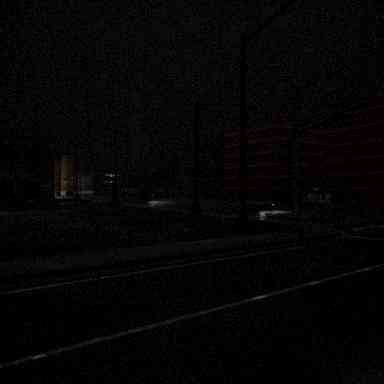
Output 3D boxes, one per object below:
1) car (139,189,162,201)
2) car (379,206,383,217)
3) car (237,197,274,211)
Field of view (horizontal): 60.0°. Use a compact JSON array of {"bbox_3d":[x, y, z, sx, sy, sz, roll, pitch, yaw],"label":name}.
[{"bbox_3d":[-7.347,0.565,58.837,2.150,2.045,5.566,0,1,-34],"label":"car"},{"bbox_3d":[16.671,1.455,24.620,1.837,1.490,4.892,-1,0,-43],"label":"car"},{"bbox_3d":[7.107,1.313,37.675,1.812,1.442,4.674,0,1,-34],"label":"car"}]
